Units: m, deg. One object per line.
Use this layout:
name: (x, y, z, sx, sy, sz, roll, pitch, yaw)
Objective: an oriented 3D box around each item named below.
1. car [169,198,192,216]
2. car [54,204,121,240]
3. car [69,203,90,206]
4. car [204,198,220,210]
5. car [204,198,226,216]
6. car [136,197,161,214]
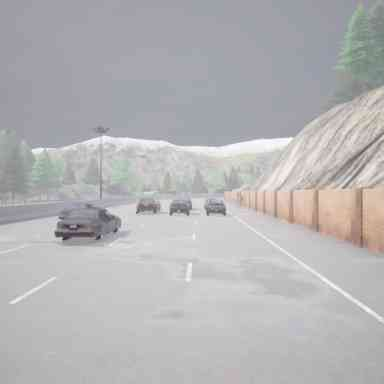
car: (-1.184, 1.505, 33.046, 1.837, 1.490, 4.892, 0, 0, 1)
car: (-5.053, 1.547, 16.846, 2.033, 1.411, 5.357, 0, 0, 1)
car: (-8.362, 1.547, 25.353, 2.033, 1.411, 5.357, 0, 0, 1)
car: (2.550, 1.526, 43.266, 1.812, 1.442, 4.674, 0, 0, 1)
car: (2.312, 1.492, 32.820, 2.128, 1.511, 4.902, 0, 0, 1)
car: (-4.617, 1.353, 35.988, 2.097, 1.767, 4.553, 0, 0, 1)
